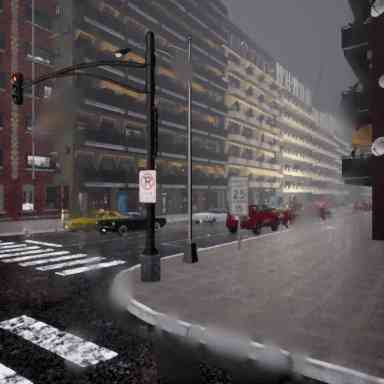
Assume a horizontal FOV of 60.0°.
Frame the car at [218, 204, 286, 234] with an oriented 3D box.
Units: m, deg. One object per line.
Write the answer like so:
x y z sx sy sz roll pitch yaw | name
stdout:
4.077 1.711 21.982 2.192 1.841 5.009 -1 -2 35 | car

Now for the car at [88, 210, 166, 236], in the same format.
-3.762 1.911 20.789 1.895 1.301 4.718 0 -1 35 | car

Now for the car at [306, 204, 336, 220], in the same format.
13.820 2.284 35.895 1.802 1.307 4.206 -1 -2 35 | car

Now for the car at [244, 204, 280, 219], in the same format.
7.954 2.171 37.510 2.128 1.511 4.902 0 -1 35 | car

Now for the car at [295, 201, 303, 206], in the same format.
16.686 2.340 54.558 2.192 1.841 5.009 -1 -2 35 | car

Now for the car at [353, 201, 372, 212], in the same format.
30.053 2.522 59.102 2.192 1.841 5.009 -1 -2 35 | car

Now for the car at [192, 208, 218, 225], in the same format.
1.982 2.093 28.997 1.895 1.301 4.718 0 -1 35 | car

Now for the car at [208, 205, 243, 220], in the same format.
3.699 2.164 35.992 1.887 1.381 4.507 -1 -2 35 | car

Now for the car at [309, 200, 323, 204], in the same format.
23.182 2.771 63.834 1.887 1.381 4.507 -1 -2 35 | car

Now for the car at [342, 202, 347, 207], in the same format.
39.419 3.282 87.036 1.947 1.339 4.313 -1 -2 35 | car

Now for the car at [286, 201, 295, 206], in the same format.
13.342 2.446 49.773 1.752 1.417 4.829 -1 -2 35 | car

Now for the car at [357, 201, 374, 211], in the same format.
33.301 2.621 63.743 2.192 1.841 5.009 -1 -2 35 | car

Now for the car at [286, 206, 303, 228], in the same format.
7.326 2.043 26.616 1.887 1.381 4.507 -1 -2 35 | car

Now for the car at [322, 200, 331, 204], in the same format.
26.427 2.640 68.479 2.192 1.841 5.009 -1 -2 35 | car

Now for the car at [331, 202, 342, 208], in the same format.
32.924 3.067 77.754 1.887 1.381 4.507 -1 -2 35 | car

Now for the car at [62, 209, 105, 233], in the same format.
-6.141 1.834 21.932 1.752 1.417 4.829 -1 -2 35 | car
